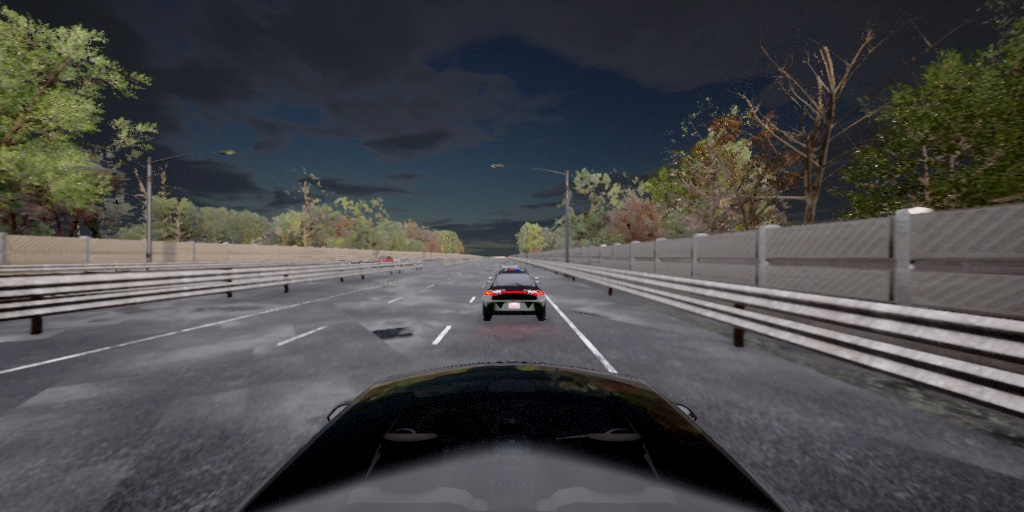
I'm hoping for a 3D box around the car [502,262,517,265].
[{"bbox_3d":[-0.319,1.348,44.635,1.895,1.301,4.718,0,0,-1],"label":"car"}]

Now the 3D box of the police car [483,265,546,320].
[{"bbox_3d":[0.060,1.253,12.723,2.038,1.542,4.974,0,0,0],"label":"police car"}]

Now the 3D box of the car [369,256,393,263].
[{"bbox_3d":[-21.796,0.968,60.906,2.150,2.045,5.566,0,0,-1],"label":"car"}]

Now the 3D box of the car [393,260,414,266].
[{"bbox_3d":[-18.318,1.310,61.630,1.994,1.385,4.181,0,0,-1],"label":"car"}]
